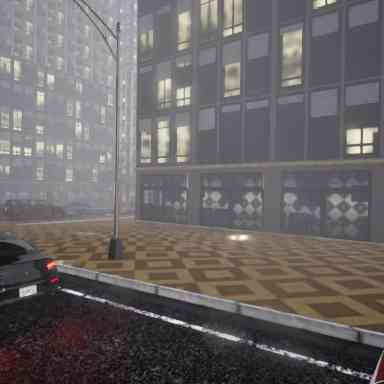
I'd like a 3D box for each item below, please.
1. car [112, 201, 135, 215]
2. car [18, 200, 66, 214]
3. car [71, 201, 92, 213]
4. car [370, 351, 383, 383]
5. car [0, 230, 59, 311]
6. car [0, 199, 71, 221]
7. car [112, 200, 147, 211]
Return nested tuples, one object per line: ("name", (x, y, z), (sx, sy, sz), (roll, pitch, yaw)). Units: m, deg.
("car", (-6.994, 1.830, 38.449), (1.752, 1.417, 4.829), (1, 0, 36))
("car", (-17.289, 1.643, 38.599), (1.752, 1.417, 4.829), (1, 0, 36))
("car", (-13.873, 1.743, 38.849), (1.994, 1.385, 4.181), (1, 0, 37))
("car", (3.219, 1.353, 1.393), (4.553, 1.767, 2.097), (0, 0, 35))
("car", (-4.674, 1.522, 7.001), (4.674, 1.442, 1.812), (0, 0, 35))
("car", (-13.780, 1.520, 29.229), (2.192, 1.841, 5.009), (1, 0, 36))
("car", (-8.586, 1.858, 46.028), (1.895, 1.301, 4.718), (1, 0, 36))
